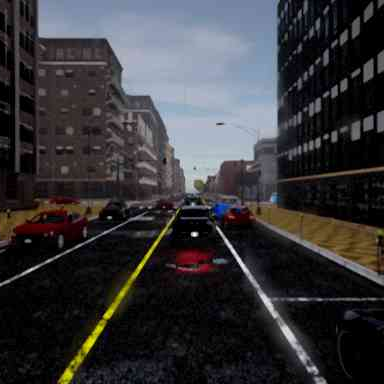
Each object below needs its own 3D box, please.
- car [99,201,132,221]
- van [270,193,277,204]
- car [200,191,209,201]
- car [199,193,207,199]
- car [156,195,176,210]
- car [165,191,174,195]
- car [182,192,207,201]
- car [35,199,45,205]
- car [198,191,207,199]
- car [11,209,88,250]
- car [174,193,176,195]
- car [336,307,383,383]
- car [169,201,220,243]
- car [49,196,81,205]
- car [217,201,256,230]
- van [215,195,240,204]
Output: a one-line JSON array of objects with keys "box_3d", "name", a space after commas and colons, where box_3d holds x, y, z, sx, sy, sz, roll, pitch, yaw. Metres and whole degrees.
[{"box_3d": [-5.688, 1.380, 25.169, 1.947, 1.339, 4.313, 0, 0, 0], "name": "car"}, {"box_3d": [14.898, 1.023, 54.413, 3.998, 1.788, 1.690, 0, 0, 0], "name": "van"}, {"box_3d": [2.691, 1.045, 70.099, 1.752, 1.417, 4.829, 0, 0, 0], "name": "car"}, {"box_3d": [2.691, 1.036, 81.007, 1.802, 1.307, 4.206, 0, 0, 0], "name": "car"}, {"box_3d": [-3.006, 1.326, 37.999, 1.895, 1.301, 4.718, 0, 0, 0], "name": "car"}, {"box_3d": [-5.690, 1.014, 75.296, 1.752, 1.417, 4.829, 0, 0, 0], "name": "car"}, {"box_3d": [0.100, 1.120, 31.681, 2.097, 1.767, 4.553, 0, 0, 0], "name": "car"}, {"box_3d": [-22.960, 1.129, 45.940, 4.829, 1.417, 1.752, 0, 0, 0], "name": "car"}, {"box_3d": [2.691, 0.737, 86.545, 2.192, 1.841, 5.009, 0, 0, 0], "name": "car"}, {"box_3d": [-5.688, 1.441, 13.791, 1.887, 1.381, 4.507, 0, 0, 0], "name": "car"}, {"box_3d": [-5.689, 0.738, 86.544, 2.192, 1.841, 5.009, 0, 0, 0], "name": "car"}, {"box_3d": [2.660, 1.546, 2.387, 1.947, 1.339, 4.313, 0, 0, 0], "name": "car"}, {"box_3d": [0.100, 1.389, 15.500, 1.837, 1.490, 4.892, 0, 1, 0], "name": "car"}, {"box_3d": [-17.467, 1.195, 45.953, 4.206, 1.307, 1.802, 0, 0, 0], "name": "car"}, {"box_3d": [2.660, 1.437, 19.454, 1.802, 1.307, 4.206, 0, 0, 0], "name": "car"}, {"box_3d": [2.660, 1.155, 25.141, 1.690, 1.788, 3.998, 0, 0, 0], "name": "van"}]
